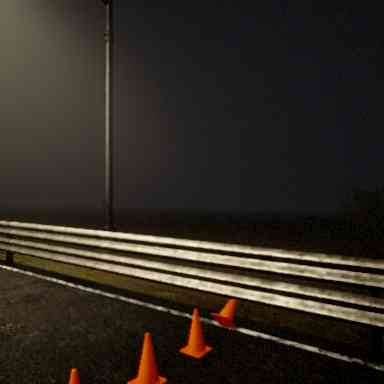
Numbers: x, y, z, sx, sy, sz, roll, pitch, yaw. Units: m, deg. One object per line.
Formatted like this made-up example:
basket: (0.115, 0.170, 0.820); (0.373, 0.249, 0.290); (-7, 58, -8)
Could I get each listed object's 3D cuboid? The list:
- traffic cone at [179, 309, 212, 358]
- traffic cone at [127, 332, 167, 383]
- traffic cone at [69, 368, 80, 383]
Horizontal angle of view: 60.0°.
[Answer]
traffic cone: (0.053, 1.972, 4.761); (0.340, 0.580, 0.340); (0, 0, 36)
traffic cone: (-0.529, 1.969, 3.948); (0.340, 0.580, 0.340); (0, 0, 36)
traffic cone: (-1.112, 1.965, 3.136); (0.340, 0.580, 0.340); (0, 0, 36)
